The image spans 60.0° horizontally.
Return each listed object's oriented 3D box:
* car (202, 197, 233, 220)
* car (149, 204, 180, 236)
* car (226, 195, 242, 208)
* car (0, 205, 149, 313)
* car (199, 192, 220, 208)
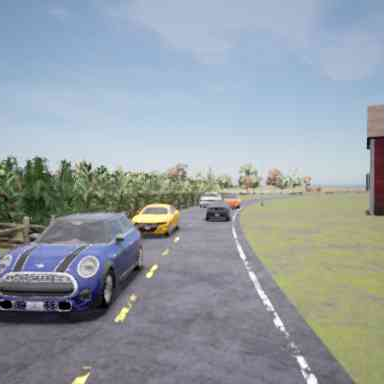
[{"bbox_3d":[2.184,1.425,27.113,1.837,1.490,4.892,0,1,8],"label":"car"},{"bbox_3d":[-1.846,1.420,18.191,1.882,1.535,5.008,0,0,6],"label":"car"},{"bbox_3d":[5.436,1.199,44.417,2.097,1.767,4.553,0,0,13],"label":"car"},{"bbox_3d":[-2.549,1.327,7.864,2.097,1.767,4.553,0,0,3],"label":"car"},{"bbox_3d":[2.489,1.043,44.905,2.150,2.045,5.566,1,1,13],"label":"car"}]
